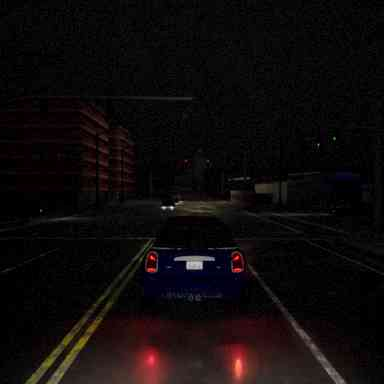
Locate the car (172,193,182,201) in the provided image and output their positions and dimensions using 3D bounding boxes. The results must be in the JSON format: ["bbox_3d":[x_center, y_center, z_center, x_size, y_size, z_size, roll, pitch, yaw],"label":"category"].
[{"bbox_3d":[-3.719,1.221,82.073,2.150,2.045,5.566,0,0,0],"label":"car"}]

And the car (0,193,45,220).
[{"bbox_3d":[-15.126,1.151,27.255,5.566,2.045,2.150,0,0,0],"label":"car"}]

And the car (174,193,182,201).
[{"bbox_3d":[-3.684,1.544,68.922,2.033,1.411,5.357,0,0,0],"label":"car"}]

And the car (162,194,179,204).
[{"bbox_3d":[-3.726,1.545,53.702,2.033,1.411,5.357,0,0,0],"label":"car"}]

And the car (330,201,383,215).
[{"bbox_3d":[16.379,1.599,33.255,4.718,1.301,1.895,0,0,0],"label":"car"}]

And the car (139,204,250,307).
[{"bbox_3d":[0.053,1.352,8.162,2.097,1.767,4.553,0,0,0],"label":"car"}]
